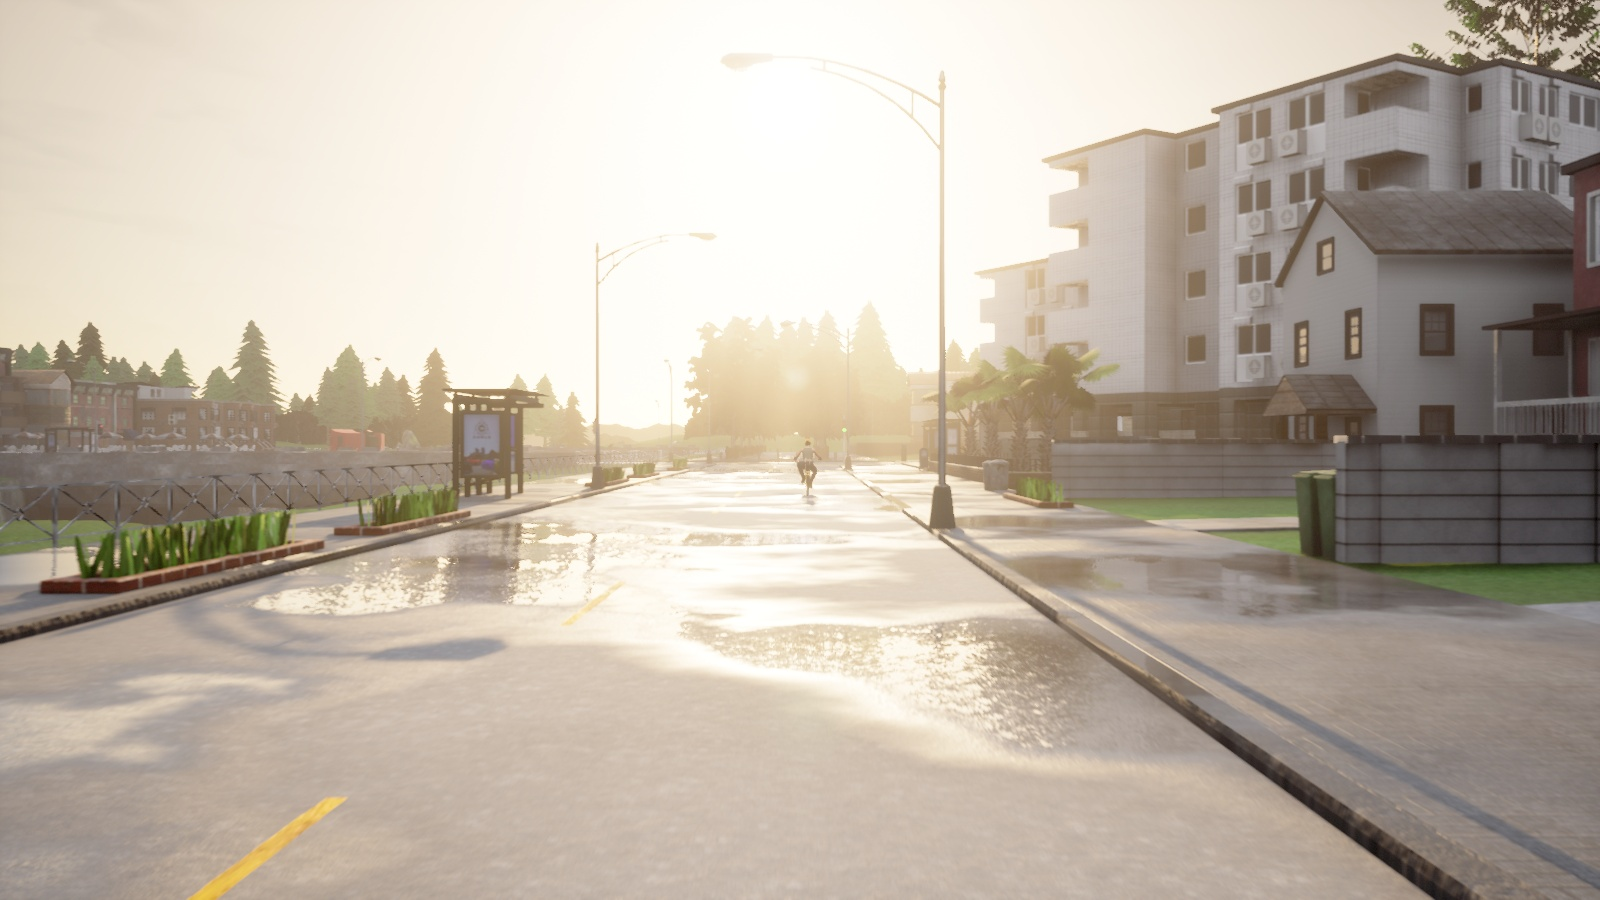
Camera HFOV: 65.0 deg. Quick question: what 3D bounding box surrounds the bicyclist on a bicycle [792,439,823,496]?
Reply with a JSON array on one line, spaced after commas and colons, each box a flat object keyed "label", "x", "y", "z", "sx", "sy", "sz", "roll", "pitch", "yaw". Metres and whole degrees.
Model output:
[{"label": "bicyclist on a bicycle", "x": 0.222, "y": 0.481, "z": 35.949, "sx": 0.866, "sy": 1.612, "sz": 1.509, "roll": 0, "pitch": 0, "yaw": 0}]

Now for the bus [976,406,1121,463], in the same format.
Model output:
[{"label": "bus", "x": 18.786, "y": -1.154, "z": 95.631, "sx": 10.273, "sy": 4.253, "sz": 3.944, "roll": 0, "pitch": 0, "yaw": 0}]
